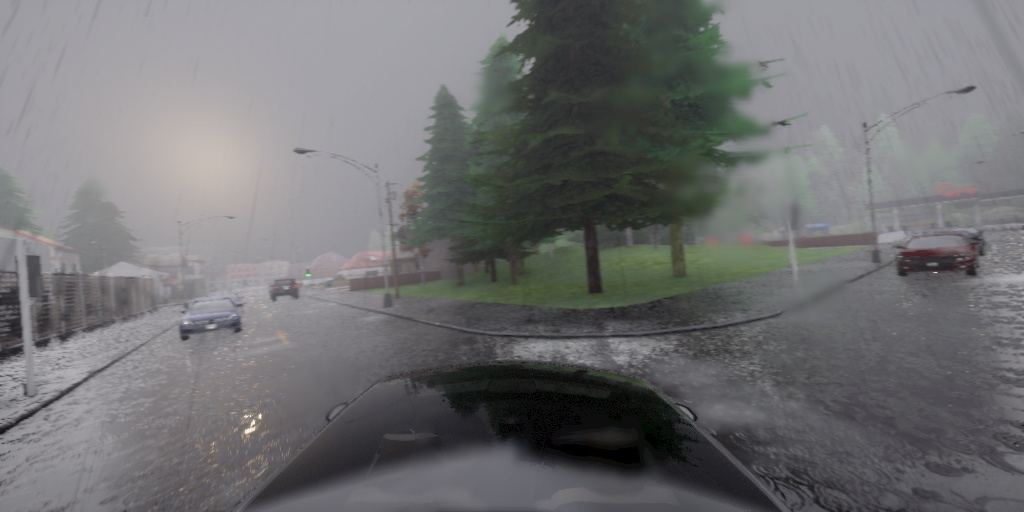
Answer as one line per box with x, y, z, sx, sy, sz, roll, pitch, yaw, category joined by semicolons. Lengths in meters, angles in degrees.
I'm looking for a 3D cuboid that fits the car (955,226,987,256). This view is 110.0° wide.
24.687;-0.699;20.052;4.181;1.385;1.994;-5;-1;-37;car

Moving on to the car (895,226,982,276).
16.752;-0.140;14.123;5.008;1.535;1.882;-5;-1;-37;car

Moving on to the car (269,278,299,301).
-22.805;3.306;35.856;2.150;2.045;5.566;-5;-1;-36;car

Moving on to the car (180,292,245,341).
-12.701;2.524;15.294;1.812;1.442;4.674;-5;-1;-37;car

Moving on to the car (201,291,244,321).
-18.517;3.112;23.113;1.812;1.442;4.674;-5;-1;-36;car
